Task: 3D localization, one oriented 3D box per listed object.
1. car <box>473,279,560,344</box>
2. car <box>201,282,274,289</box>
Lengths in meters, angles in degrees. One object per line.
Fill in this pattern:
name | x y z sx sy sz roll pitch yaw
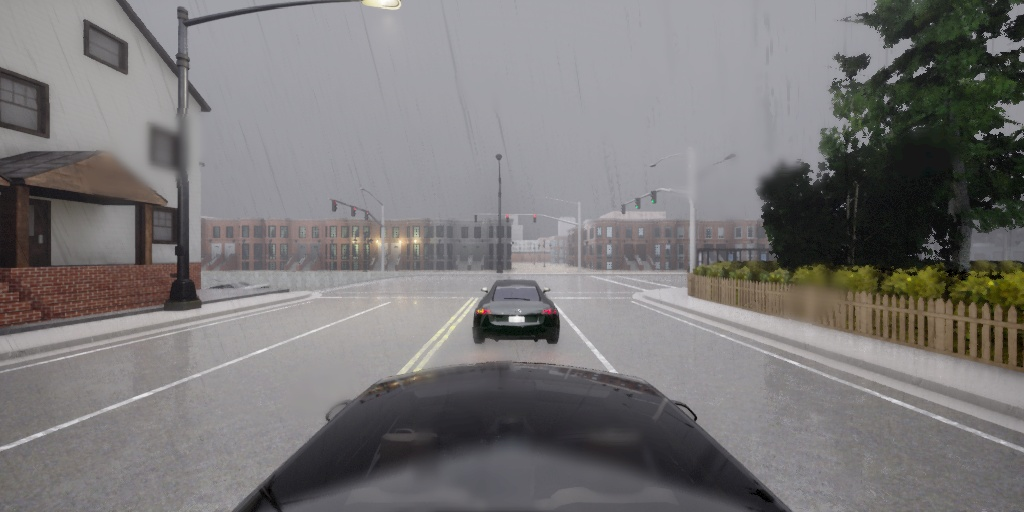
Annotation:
car | 0.102 1.314 9.612 1.994 1.385 4.181 0 0 0
car | -20.977 2.976 26.872 5.566 2.045 2.150 -13 1 0
